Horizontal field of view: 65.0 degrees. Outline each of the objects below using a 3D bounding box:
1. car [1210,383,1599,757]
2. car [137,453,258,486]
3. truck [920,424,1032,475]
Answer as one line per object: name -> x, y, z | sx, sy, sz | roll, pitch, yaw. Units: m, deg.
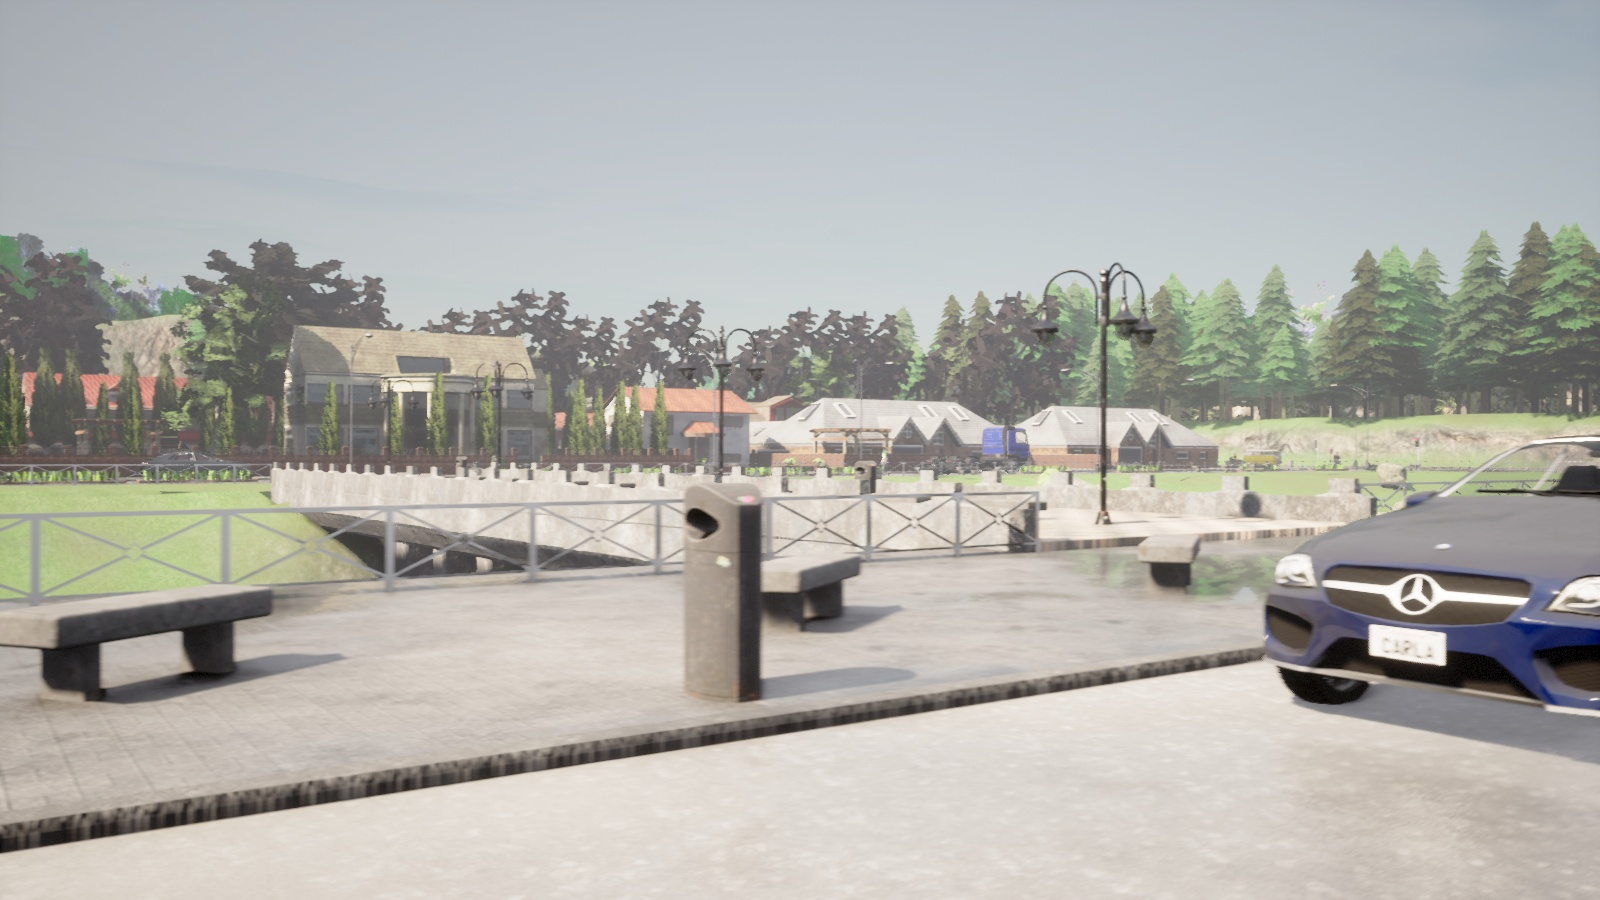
car -> 5.037, 0.532, 7.775 | 5.027, 1.651, 2.152 | 0, 0, -35
car -> -28.558, 0.907, 59.545 | 4.902, 1.511, 2.128 | 0, 0, -35
truck -> 12.409, -0.048, 88.050 | 7.936, 3.462, 2.891 | 0, 0, -35
